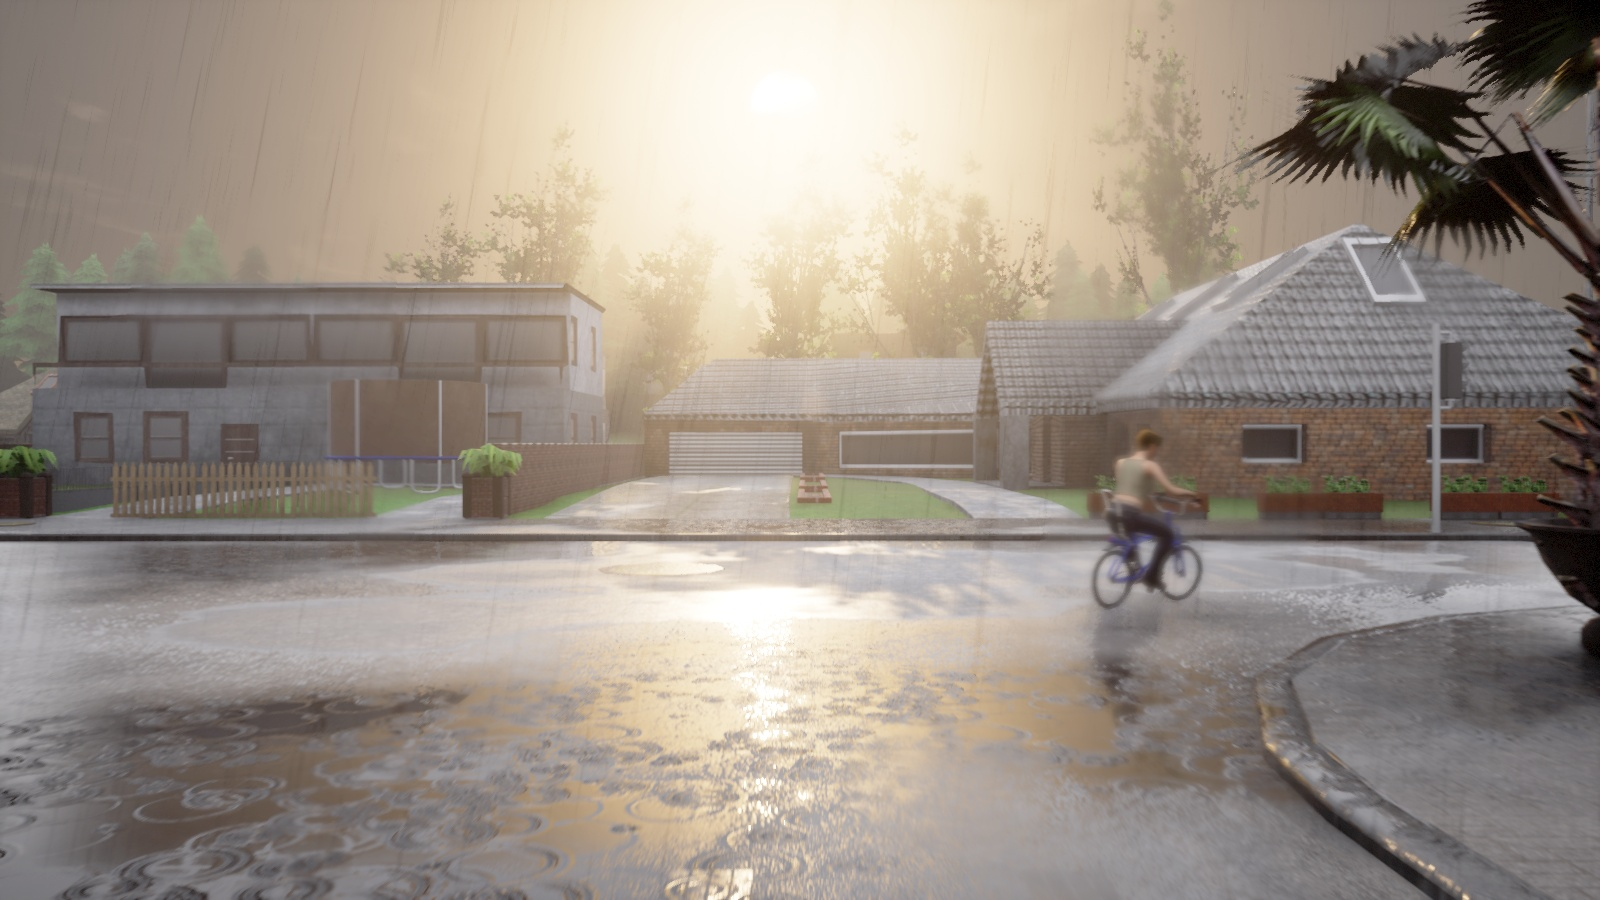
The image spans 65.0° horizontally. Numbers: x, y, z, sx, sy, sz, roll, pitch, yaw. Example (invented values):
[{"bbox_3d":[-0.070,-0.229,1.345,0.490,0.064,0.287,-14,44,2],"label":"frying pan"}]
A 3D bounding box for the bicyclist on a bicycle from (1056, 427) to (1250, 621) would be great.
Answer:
[{"bbox_3d":[3.219,0.623,11.446,1.509,1.612,0.866,0,4,-35],"label":"bicyclist on a bicycle"}]
